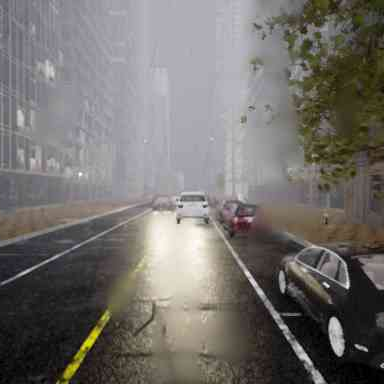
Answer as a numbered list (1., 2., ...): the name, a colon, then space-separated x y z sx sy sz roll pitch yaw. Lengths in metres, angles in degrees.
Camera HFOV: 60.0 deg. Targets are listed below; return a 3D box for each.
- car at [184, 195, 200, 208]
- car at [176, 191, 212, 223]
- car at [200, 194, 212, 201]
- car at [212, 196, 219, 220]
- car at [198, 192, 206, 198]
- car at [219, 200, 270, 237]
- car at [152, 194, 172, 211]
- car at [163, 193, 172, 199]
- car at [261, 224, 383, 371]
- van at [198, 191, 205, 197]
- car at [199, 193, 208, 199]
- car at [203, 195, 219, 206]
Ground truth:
1. car: 0.010 1.177 41.723 1.812 1.442 4.674 0 1 0
2. car: 0.049 1.032 23.400 2.150 2.045 5.566 0 1 0
3. car: 2.560 1.025 62.504 1.947 1.339 4.313 0 1 0
4. car: 2.645 1.254 22.658 1.967 1.590 4.097 0 0 0
5. car: 2.512 0.805 85.272 1.947 1.339 4.313 0 1 0
6. car: 2.657 1.301 16.966 1.967 1.590 4.097 0 0 0
7. car: -3.074 1.255 35.583 2.033 1.411 5.357 0 0 0
8. car: -5.857 0.865 79.571 1.947 1.339 4.313 0 1 0
9. car: 2.681 1.506 5.582 2.008 1.369 4.403 0 0 0
10. van: 2.501 0.524 90.963 1.690 1.788 3.998 0 1 0
11. car: 2.536 0.917 73.888 1.947 1.339 4.313 0 1 0
12. car: 2.597 1.163 45.428 1.887 1.381 4.507 0 1 0
